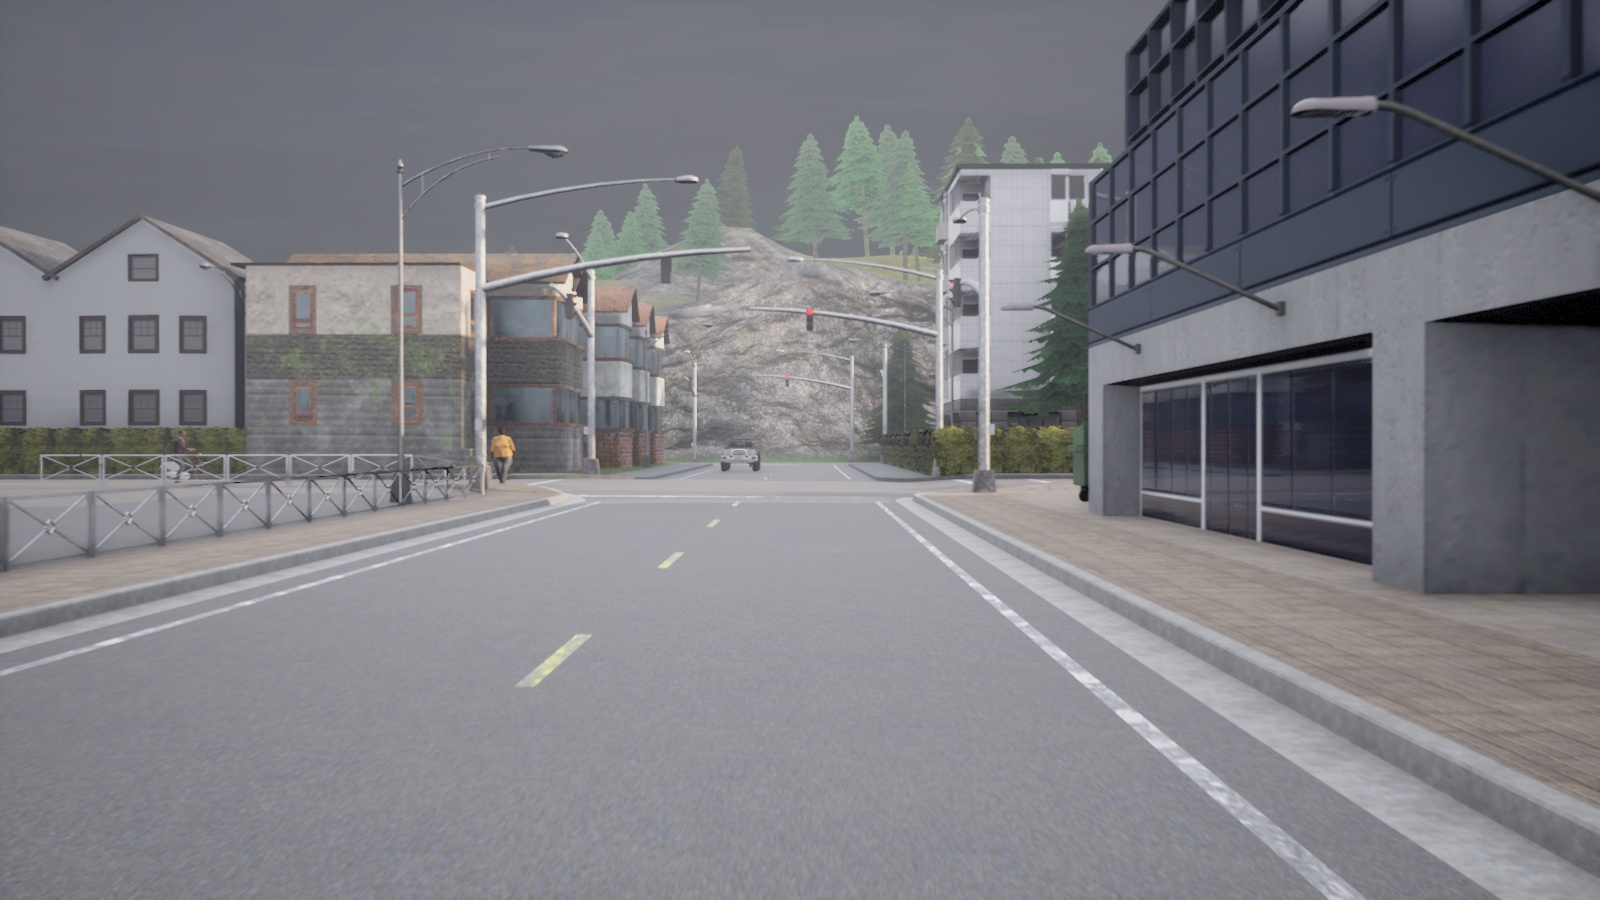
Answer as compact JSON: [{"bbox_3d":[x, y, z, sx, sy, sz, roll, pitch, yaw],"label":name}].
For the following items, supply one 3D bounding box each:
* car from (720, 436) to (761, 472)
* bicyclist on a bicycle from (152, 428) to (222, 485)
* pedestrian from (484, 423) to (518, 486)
[{"bbox_3d":[-3.116,0.188,66.197,1.932,1.855,4.605,0,0,0],"label":"car"},{"bbox_3d":[-19.218,0.203,39.397,1.843,1.776,0.659,0,0,0],"label":"bicyclist on a bicycle"},{"bbox_3d":[-8.916,0.142,37.471,0.874,1.855,0.900,0,0,-8],"label":"pedestrian"}]
